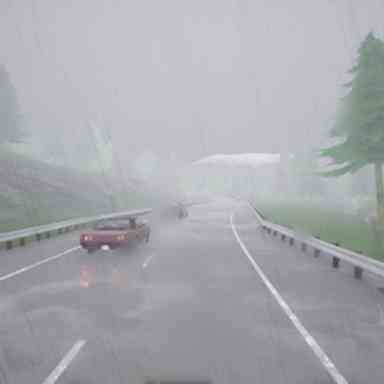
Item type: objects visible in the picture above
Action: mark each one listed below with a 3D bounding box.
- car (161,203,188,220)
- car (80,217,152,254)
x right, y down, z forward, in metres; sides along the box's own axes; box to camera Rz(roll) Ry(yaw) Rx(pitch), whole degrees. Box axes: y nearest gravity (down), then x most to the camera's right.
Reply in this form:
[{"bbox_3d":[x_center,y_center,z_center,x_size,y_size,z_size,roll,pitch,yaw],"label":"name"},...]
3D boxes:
[{"bbox_3d":[-1.538,1.710,30.599,2.128,1.511,4.902,0,0,7],"label":"car"},{"bbox_3d":[-2.949,1.701,14.056,1.895,1.301,4.718,0,0,3],"label":"car"}]
